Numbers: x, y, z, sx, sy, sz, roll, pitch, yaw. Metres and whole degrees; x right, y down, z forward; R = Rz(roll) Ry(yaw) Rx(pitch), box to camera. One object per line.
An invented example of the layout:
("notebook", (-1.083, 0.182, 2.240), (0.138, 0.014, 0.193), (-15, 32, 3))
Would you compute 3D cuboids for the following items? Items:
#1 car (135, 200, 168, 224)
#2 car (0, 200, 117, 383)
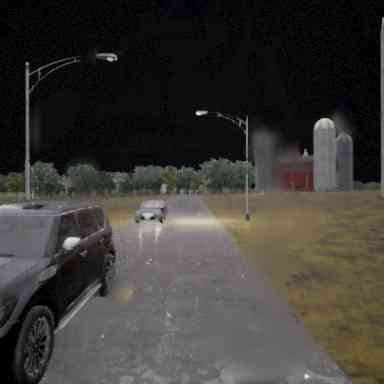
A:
("car", (-2.776, 1.321, 23.452), (2.128, 1.511, 4.902), (0, 1, 1))
("car", (-2.829, 1.205, 5.615), (2.150, 2.045, 5.566), (0, 0, 0))
